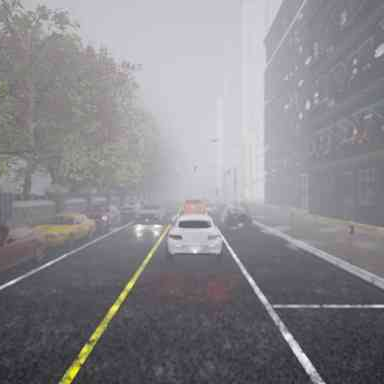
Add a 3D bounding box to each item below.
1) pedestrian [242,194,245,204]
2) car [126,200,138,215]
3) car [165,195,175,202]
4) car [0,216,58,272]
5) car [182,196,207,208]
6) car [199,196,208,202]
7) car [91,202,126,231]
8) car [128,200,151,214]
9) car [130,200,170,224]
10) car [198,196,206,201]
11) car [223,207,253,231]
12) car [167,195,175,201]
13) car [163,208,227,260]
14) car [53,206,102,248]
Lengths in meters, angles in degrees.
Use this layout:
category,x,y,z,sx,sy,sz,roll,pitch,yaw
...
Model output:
category,x,y,z,sx,sy,sz,roll,pitch,yaw
pedestrian,7.137,1.122,46.496,0.375,1.860,0.375,0,0,0
car,-5.765,1.599,31.681,2.008,1.369,4.403,0,0,0
car,-5.685,1.739,80.771,1.802,1.307,4.206,0,0,0
car,-5.688,1.595,9.527,1.802,1.307,4.206,0,0,0
car,0.099,1.402,32.056,2.097,1.767,4.553,0,0,0
car,2.695,1.723,80.771,1.947,1.339,4.313,0,0,0
car,-5.687,1.471,20.605,1.967,1.590,4.097,0,0,0
car,-5.816,1.603,37.221,1.887,1.381,4.507,0,0,0
car,-3.098,1.586,25.642,2.033,1.411,5.357,0,0,0
car,2.696,1.738,86.404,1.947,1.339,4.313,0,0,0
car,2.692,1.581,20.607,2.008,1.369,4.403,0,0,0
car,-5.684,1.628,92.037,1.967,1.590,4.097,0,0,0
car,0.095,1.543,12.399,1.812,1.442,4.674,0,0,0
car,-5.688,1.547,14.896,1.752,1.417,4.829,0,0,0
